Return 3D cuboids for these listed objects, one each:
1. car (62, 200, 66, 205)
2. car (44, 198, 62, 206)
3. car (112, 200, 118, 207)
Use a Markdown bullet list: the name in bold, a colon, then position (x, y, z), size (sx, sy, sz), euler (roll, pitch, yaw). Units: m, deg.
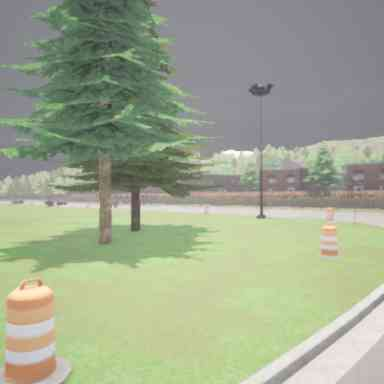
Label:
- **car**: position (-33.401, 2.560, 83.677), size (1.994, 1.385, 4.181), euler (0, -1, -44)
- **car**: position (-33.183, 2.310, 78.437), size (2.097, 1.767, 4.553), euler (0, -1, -44)
- **car**: position (-16.630, 2.249, 66.597), size (1.837, 1.490, 4.892), euler (0, -1, -44)
